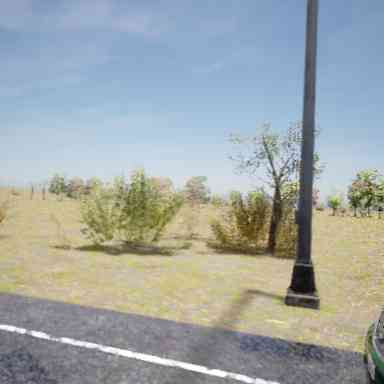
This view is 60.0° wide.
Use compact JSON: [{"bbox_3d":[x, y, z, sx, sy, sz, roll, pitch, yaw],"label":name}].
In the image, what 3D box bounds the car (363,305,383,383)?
[{"bbox_3d":[4.428,1.487,2.453,5.566,2.045,2.150,2,-1,19],"label":"car"}]
